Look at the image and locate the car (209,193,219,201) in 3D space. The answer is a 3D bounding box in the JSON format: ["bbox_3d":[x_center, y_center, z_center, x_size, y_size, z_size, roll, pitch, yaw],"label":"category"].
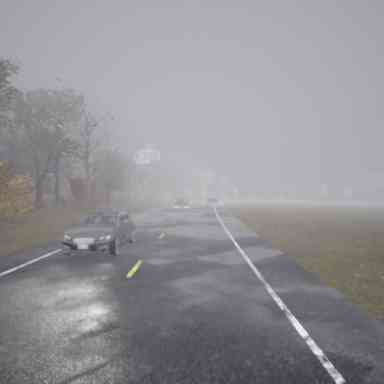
[{"bbox_3d":[5.530,1.275,83.236,2.150,2.045,5.566,0,0,6],"label":"car"}]

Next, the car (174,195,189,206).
[{"bbox_3d":[-1.670,1.332,53.715,2.097,1.767,4.553,0,0,4],"label":"car"}]

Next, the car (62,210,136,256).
[{"bbox_3d":[-3.453,1.490,13.133,2.128,1.511,4.902,0,0,1],"label":"car"}]

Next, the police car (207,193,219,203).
[{"bbox_3d":[4.006,1.414,67.441,1.930,1.638,5.238,0,0,5],"label":"police car"}]
